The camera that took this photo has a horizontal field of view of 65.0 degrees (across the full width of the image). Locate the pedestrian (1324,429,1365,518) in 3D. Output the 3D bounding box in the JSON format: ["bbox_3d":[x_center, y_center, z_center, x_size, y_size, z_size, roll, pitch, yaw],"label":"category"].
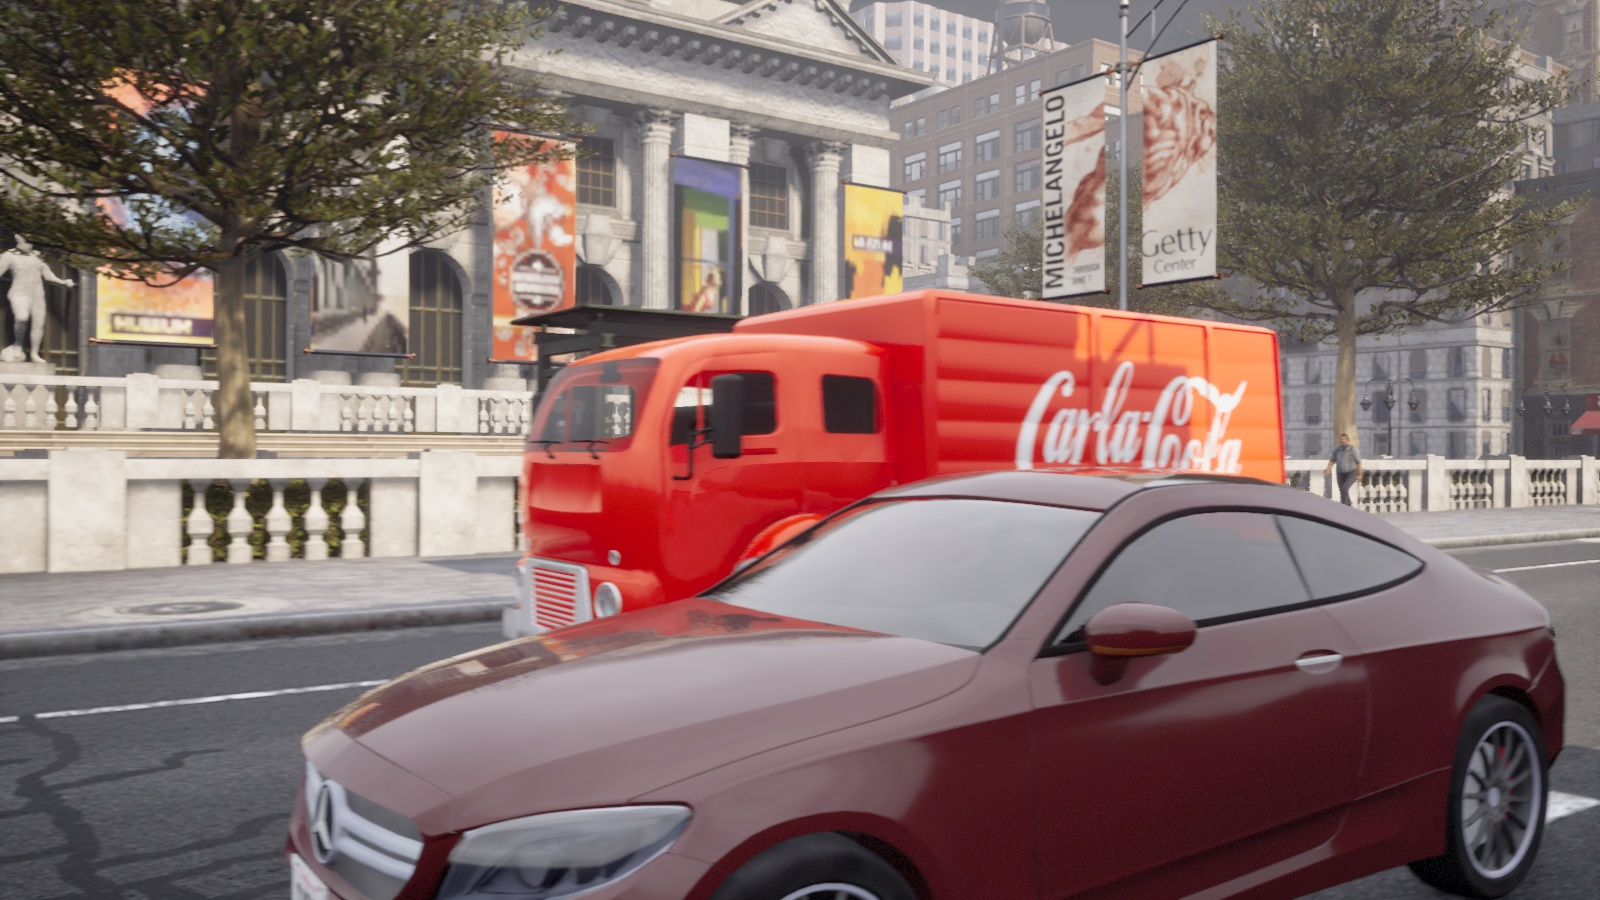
[{"bbox_3d":[11.442,0.485,26.394,0.694,1.848,0.540,0,0,-40],"label":"pedestrian"}]

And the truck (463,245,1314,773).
[{"bbox_3d":[0.731,0.286,8.433,5.204,2.467,2.627,0,0,-35],"label":"truck"}]

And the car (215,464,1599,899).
[{"bbox_3d":[0.761,0.784,4.188,4.674,1.442,1.812,0,0,-35],"label":"car"}]
